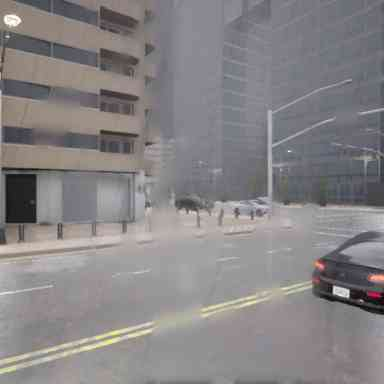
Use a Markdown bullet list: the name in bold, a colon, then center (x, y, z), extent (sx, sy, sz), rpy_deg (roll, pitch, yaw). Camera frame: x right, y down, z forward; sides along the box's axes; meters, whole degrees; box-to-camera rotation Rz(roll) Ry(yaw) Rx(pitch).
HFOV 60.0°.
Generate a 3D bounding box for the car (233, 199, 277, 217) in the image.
- **car**: center (5.739, 1.470, 31.079), extent (1.812, 1.442, 4.674), rpy_deg (0, 0, -35)

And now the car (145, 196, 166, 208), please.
- **car**: center (-6.237, 1.297, 47.966), extent (2.097, 1.767, 4.553), rpy_deg (0, 0, -35)

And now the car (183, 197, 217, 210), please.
- **car**: center (0.972, 1.449, 43.790), extent (1.837, 1.490, 4.892), rpy_deg (0, 0, -35)

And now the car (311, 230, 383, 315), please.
- **car**: center (4.409, 1.526, 6.961), extent (4.674, 1.442, 1.812), rpy_deg (0, 0, -35)

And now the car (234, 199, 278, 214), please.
- **car**: center (6.778, 1.470, 35.642), extent (1.812, 1.442, 4.674), rpy_deg (0, 0, -36)

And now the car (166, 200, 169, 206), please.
- **car**: center (-5.442, 1.436, 52.943), extent (2.128, 1.511, 4.902), rpy_deg (0, 0, -35)

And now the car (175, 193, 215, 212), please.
- **car**: center (0.105, 1.166, 38.947), extent (2.150, 2.045, 5.566), rpy_deg (0, 0, -36)
